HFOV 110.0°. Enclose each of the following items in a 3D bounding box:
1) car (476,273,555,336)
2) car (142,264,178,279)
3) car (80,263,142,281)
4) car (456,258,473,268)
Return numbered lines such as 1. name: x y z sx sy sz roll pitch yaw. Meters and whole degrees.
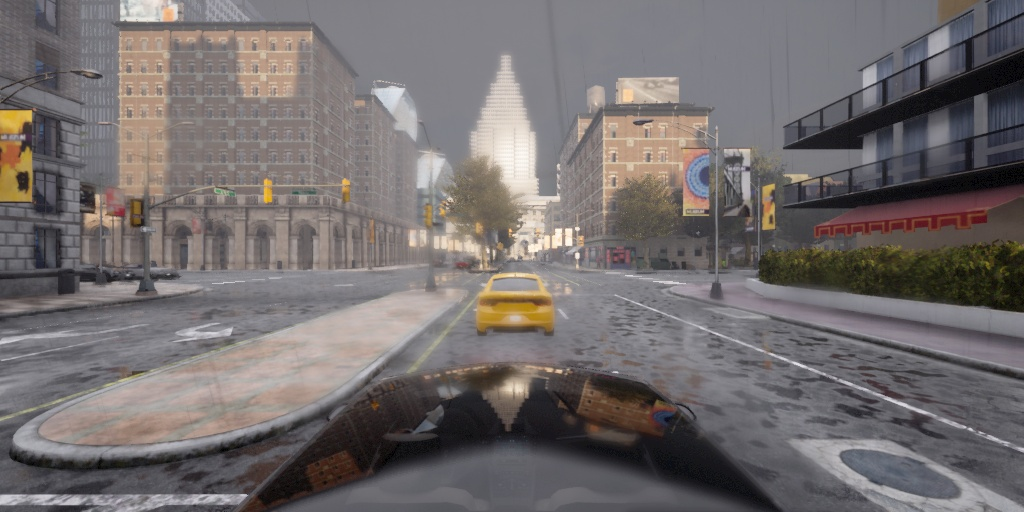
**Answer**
1. car: 0.092 1.228 10.414 1.882 1.535 5.008 0 0 0
2. car: -33.262 1.351 32.415 4.718 1.301 1.895 0 0 0
3. car: -33.319 1.275 28.916 4.674 1.442 1.812 0 0 0
4. car: -8.001 1.351 59.154 1.895 1.301 4.718 0 0 0
